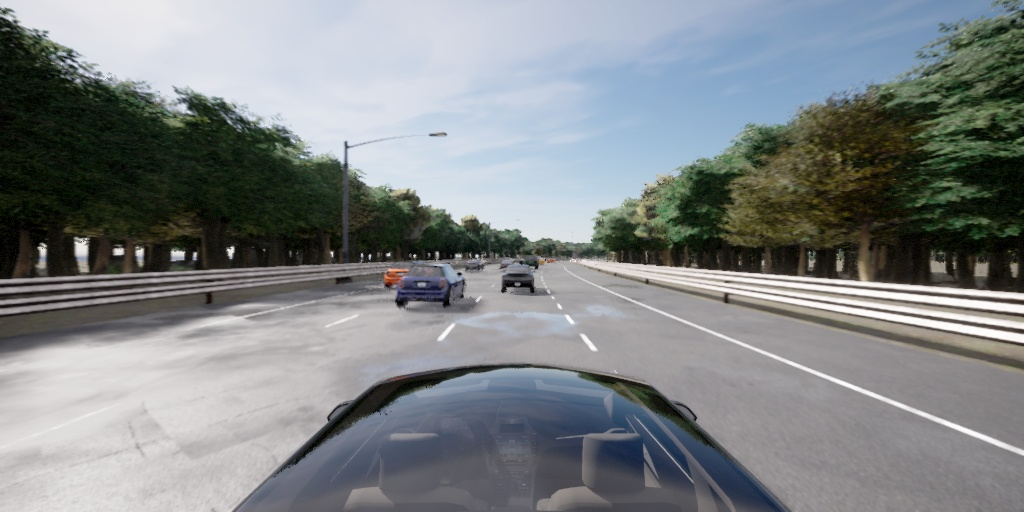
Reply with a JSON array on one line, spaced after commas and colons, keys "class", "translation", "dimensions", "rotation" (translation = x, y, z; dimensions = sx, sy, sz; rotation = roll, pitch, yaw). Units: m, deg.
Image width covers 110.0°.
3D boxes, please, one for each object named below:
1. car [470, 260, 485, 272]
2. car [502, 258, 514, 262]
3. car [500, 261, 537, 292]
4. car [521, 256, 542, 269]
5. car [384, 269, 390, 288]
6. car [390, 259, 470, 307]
[{"class": "car", "translation": [-4.855, 1.241, 47.436], "dimensions": [2.128, 1.511, 4.902], "rotation": [0, 0, 5]}, {"class": "car", "translation": [-0.641, 1.316, 54.466], "dimensions": [2.033, 1.411, 5.357], "rotation": [0, 0, 6]}, {"class": "car", "translation": [0.408, 1.265, 21.677], "dimensions": [1.837, 1.490, 4.892], "rotation": [0, 0, 2]}, {"class": "car", "translation": [3.120, 1.005, 56.601], "dimensions": [2.150, 2.045, 5.566], "rotation": [0, 0, 7]}, {"class": "car", "translation": [-6.542, 1.085, 23.438], "dimensions": [2.097, 1.767, 4.553], "rotation": [0, 0, 3]}, {"class": "car", "translation": [-3.314, 1.094, 15.538], "dimensions": [2.097, 1.767, 4.553], "rotation": [0, 0, 2]}]
